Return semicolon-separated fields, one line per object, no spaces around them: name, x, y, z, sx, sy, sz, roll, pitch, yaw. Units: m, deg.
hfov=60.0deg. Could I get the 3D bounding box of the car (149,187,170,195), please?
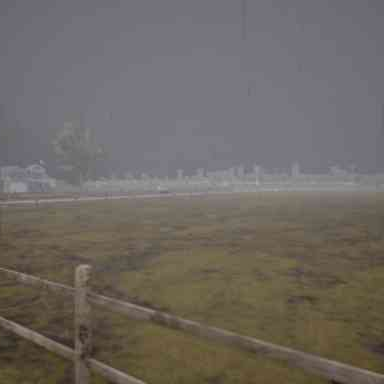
car;-6.238;-0.161;64.314;1.812;1.442;4.674;0;1;35
